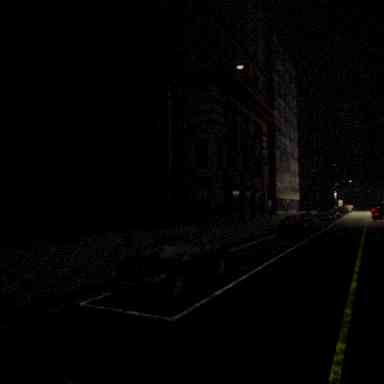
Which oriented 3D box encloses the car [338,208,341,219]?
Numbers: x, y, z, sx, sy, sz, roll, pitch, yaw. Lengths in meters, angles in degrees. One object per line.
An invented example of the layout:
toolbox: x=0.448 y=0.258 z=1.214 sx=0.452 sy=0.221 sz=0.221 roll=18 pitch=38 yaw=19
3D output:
car: x=17.701 y=2.962 z=42.990 sx=2.008 sy=1.369 sz=4.403 roll=-2 pitch=-2 yaw=28

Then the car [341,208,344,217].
car: x=20.285 y=3.009 z=47.800 sx=1.967 sy=1.590 sz=4.097 roll=-2 pitch=-2 yaw=28

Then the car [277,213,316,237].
car: x=7.362 y=2.348 z=23.763 sx=1.887 sy=1.381 sz=4.507 roll=-1 pitch=-2 yaw=28

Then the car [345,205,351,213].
car: x=28.039 y=3.611 z=62.214 sx=2.008 sy=1.369 sz=4.403 roll=-2 pitch=-3 yaw=28

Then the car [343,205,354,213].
car: x=38.377 y=4.075 z=81.445 sx=2.192 sy=1.841 sz=5.009 roll=-2 pitch=-3 yaw=28

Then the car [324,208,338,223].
car: x=15.116 y=2.807 z=38.183 sx=2.008 sy=1.369 sz=4.403 roll=-1 pitch=-2 yaw=28

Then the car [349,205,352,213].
car: x=30.624 y=3.796 z=67.019 sx=1.947 sy=1.339 sz=4.313 roll=-2 pitch=-3 yaw=28

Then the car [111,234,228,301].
car: x=-0.391 y=1.916 z=9.343 sx=2.008 sy=1.369 sz=4.403 roll=-1 pitch=-2 yaw=28

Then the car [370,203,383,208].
car: x=26.764 y=2.658 z=47.313 sx=2.150 sy=2.045 sz=5.566 roll=-2 pitch=-3 yaw=28

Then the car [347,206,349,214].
car: x=25.455 y=3.475 z=57.407 sx=1.802 sy=1.307 sz=4.206 roll=-2 pitch=-3 yaw=28

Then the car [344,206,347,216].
car: x=22.870 y=3.274 z=52.603 sx=1.887 sy=1.381 sz=4.507 roll=-2 pitch=-2 yaw=28

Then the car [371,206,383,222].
car: x=21.917 y=2.666 z=38.288 sx=1.812 sy=1.442 sz=4.674 roll=-2 pitch=-3 yaw=28

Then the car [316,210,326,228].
car: x=9.946 y=2.503 z=28.570 sx=2.008 sy=1.369 sz=4.403 roll=-1 pitch=-2 yaw=28
